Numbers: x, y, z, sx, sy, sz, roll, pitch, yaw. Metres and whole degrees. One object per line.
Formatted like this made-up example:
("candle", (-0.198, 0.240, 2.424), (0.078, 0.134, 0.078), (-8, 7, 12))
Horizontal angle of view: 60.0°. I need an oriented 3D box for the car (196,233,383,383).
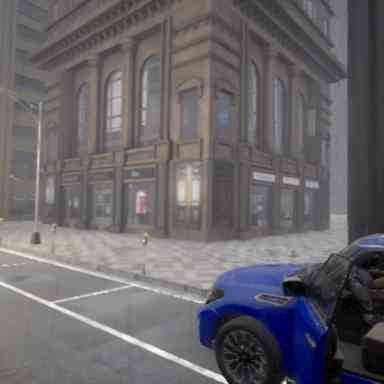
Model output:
("car", (2.629, 1.435, 3.652), (5.566, 2.045, 2.150), (-1, -3, 41))
